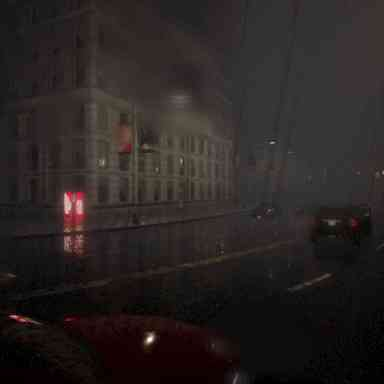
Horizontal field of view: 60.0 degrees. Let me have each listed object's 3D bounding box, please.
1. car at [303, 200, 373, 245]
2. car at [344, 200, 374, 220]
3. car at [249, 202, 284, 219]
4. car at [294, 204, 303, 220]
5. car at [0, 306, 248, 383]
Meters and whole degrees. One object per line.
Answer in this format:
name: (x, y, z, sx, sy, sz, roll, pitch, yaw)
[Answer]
car: (7.166, 1.359, 15.818, 2.097, 1.767, 4.553, 0, 0, 36)
car: (14.640, 1.483, 29.127, 2.128, 1.511, 4.902, 0, 0, 27)
car: (6.567, 1.585, 28.775, 2.033, 1.411, 5.357, 0, 0, 27)
car: (9.672, 1.586, 27.160, 1.994, 1.385, 4.181, 0, 0, 27)
car: (-1.643, 1.523, 2.107, 4.674, 1.442, 1.812, 0, 0, -36)
